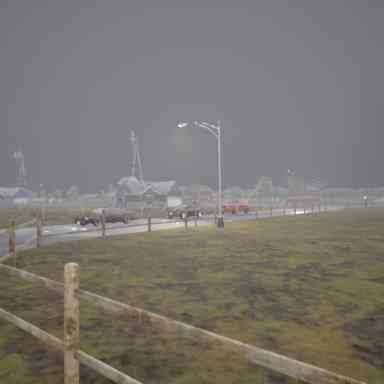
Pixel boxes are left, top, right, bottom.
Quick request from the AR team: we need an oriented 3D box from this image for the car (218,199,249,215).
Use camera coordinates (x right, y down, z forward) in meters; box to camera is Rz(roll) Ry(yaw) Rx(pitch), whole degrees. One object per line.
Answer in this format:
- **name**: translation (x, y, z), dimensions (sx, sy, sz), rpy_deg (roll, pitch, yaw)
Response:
- **car**: translation (5.511, 1.911, 43.415), dimensions (2.150, 2.045, 5.566), rpy_deg (-2, -2, 36)

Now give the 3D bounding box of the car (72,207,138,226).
- **car**: translation (-6.700, 1.884, 26.339), dimensions (2.033, 1.411, 5.357), rpy_deg (-2, -2, 36)

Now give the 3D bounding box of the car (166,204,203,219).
- **car**: translation (-0.680, 2.013, 34.755), dimensions (1.837, 1.490, 4.892), rpy_deg (-2, -2, 36)
